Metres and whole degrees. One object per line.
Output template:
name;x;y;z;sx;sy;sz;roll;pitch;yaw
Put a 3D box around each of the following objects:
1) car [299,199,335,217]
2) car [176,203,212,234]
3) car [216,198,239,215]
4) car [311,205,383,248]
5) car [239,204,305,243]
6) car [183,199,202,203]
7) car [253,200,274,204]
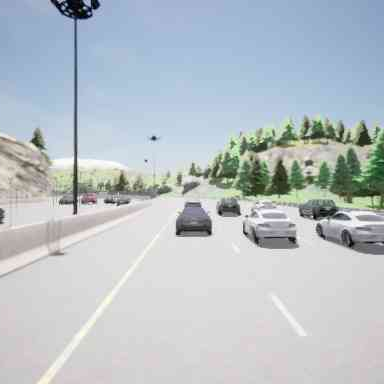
car;10.603;1.352;28.111;2.097;1.767;4.553;0;0;0
car;0.101;1.564;19.187;1.994;1.385;4.181;0;0;0
car;3.603;1.352;33.702;2.097;1.767;4.553;0;0;0
car;7.102;1.526;14.651;1.812;1.442;4.674;0;0;0
car;3.603;1.526;15.937;1.812;1.442;4.674;0;0;0
car;0.105;1.491;36.642;2.128;1.511;4.902;0;0;0
car;7.102;1.526;32.768;1.812;1.442;4.674;0;0;0
